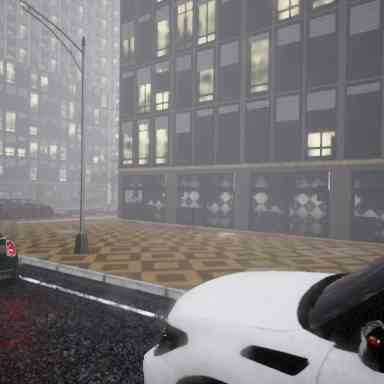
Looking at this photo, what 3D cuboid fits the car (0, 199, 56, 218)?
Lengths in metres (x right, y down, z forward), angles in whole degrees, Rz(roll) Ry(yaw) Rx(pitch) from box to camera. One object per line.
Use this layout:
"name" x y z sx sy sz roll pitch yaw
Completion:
"car" -15.199 1.518 30.221 2.192 1.841 5.009 1 0 36

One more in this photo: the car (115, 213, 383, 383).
"car" 2.231 1.221 2.091 5.566 2.045 2.150 0 0 36

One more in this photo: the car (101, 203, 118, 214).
"car" -8.417 1.829 39.444 1.752 1.417 4.829 1 0 36

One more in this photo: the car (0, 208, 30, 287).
"car" -6.237 1.348 8.106 4.553 1.767 2.097 0 0 35

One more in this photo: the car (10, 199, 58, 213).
"car" -18.712 1.641 39.590 1.752 1.417 4.829 1 0 36
